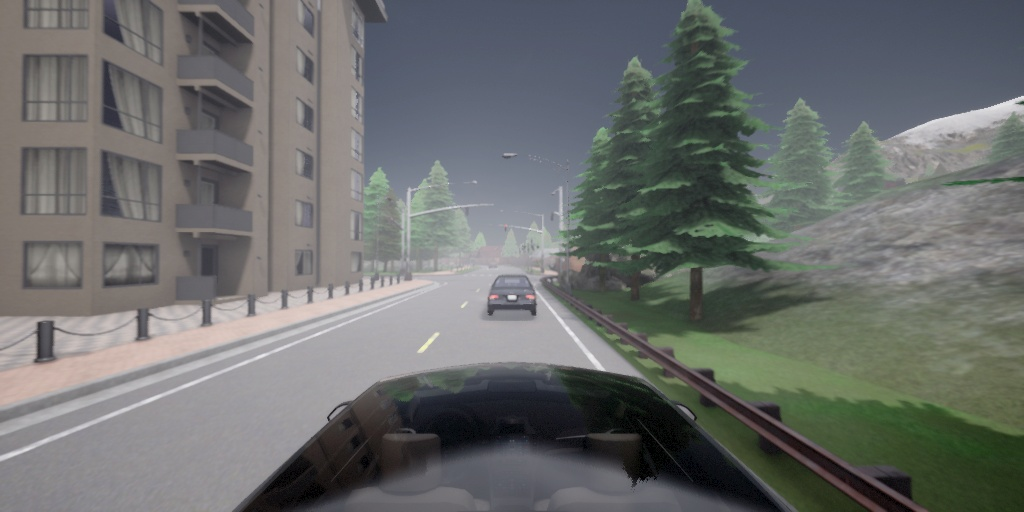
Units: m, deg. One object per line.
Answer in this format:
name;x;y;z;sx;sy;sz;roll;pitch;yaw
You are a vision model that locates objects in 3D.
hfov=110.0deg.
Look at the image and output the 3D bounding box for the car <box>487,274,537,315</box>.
car;0.009;1.433;14.341;2.033;1.411;5.357;0;-1;0
